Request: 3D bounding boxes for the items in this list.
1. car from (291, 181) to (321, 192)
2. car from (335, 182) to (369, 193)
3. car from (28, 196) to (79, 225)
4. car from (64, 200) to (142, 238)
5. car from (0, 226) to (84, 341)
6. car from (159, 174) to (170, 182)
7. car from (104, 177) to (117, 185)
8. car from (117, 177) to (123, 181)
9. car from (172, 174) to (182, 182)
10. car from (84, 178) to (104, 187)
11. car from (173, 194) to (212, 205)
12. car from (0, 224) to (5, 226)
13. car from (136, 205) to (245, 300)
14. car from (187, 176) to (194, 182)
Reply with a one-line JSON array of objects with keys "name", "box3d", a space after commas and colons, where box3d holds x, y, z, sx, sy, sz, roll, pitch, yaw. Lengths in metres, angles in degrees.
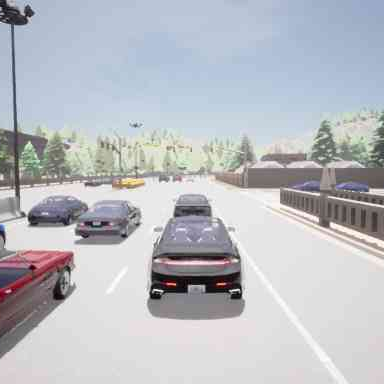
[{"name": "car", "box3d": [15.005, -0.614, 42.217, 4.674, 1.442, 1.812, 0, 3, 2]}, {"name": "car", "box3d": [18.041, -0.399, 38.623, 4.674, 1.442, 1.812, 0, 3, 2]}, {"name": "car", "box3d": [-6.978, 0.880, 17.785, 1.994, 1.385, 4.181, 0, 3, 0]}, {"name": "car", "box3d": [-3.464, 1.051, 14.607, 2.033, 1.411, 5.357, 0, 3, 0]}, {"name": "car", "box3d": [-3.420, 1.528, 5.092, 1.895, 1.301, 4.718, 0, 1, 0]}, {"name": "car", "box3d": [-7.430, -3.605, 86.968, 2.150, 2.045, 5.566, 0, 3, 0]}, {"name": "car", "box3d": [-17.842, -2.246, 69.763, 2.033, 1.411, 5.357, 0, 3, 0]}, {"name": "car", "box3d": [-17.895, -2.878, 80.067, 1.812, 1.442, 4.674, 0, 3, 0]}, {"name": "car", "box3d": [-3.930, -3.606, 86.986, 2.150, 2.045, 5.566, 0, 3, 0]}, {"name": "car", "box3d": [-17.856, -1.590, 59.818, 1.895, 1.301, 4.718, 0, 3, 0]}, {"name": "car", "box3d": [0.026, 0.817, 17.445, 1.882, 1.535, 5.008, 0, 3, -1]}, {"name": "car", "box3d": [-6.936, 1.283, 8.813, 1.882, 1.535, 5.008, 0, 2, 0]}, {"name": "car", "box3d": [0.068, 1.328, 8.024, 2.128, 1.511, 4.902, 0, 2, 0]}, {"name": "car", "box3d": [-0.444, -3.452, 89.659, 1.812, 1.442, 4.674, 0, 3, 0]}]
